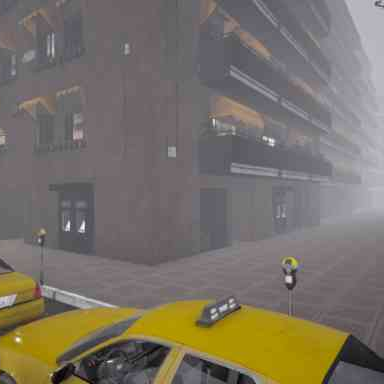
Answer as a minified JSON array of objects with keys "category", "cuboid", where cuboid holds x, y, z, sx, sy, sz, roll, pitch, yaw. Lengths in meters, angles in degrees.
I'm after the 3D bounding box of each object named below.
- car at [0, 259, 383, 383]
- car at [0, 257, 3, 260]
[{"category":"car","cuboid":[-0.003,1.526,2.728,4.829,1.417,1.752,0,0,36]},{"category":"car","cuboid":[-4.591,1.527,6.009,4.829,1.417,1.752,0,0,36]}]
